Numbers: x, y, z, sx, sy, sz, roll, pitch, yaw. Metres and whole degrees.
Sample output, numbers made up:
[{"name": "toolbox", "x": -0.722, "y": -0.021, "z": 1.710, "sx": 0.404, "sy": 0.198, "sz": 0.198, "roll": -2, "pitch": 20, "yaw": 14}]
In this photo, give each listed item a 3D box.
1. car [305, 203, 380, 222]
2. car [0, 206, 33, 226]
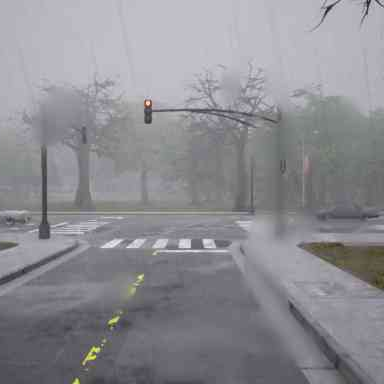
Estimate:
[{"name": "car", "x": 11.836, "y": 1.564, "z": 26.363, "sx": 5.357, "sy": 1.411, "sz": 2.033, "roll": 0, "pitch": 0, "yaw": 0}, {"name": "car", "x": -13.643, "y": 1.589, "z": 22.932, "sx": 4.718, "sy": 1.301, "sz": 1.895, "roll": 0, "pitch": 0, "yaw": 0}]
